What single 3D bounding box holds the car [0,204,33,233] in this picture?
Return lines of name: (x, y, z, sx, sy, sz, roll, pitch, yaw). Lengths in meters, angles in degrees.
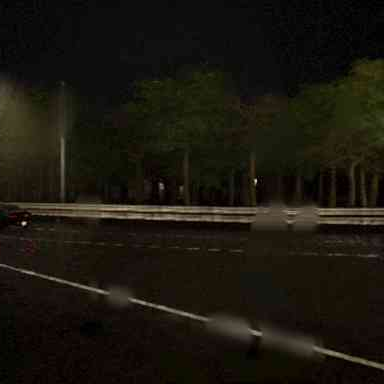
car: (-11.491, 1.487, 19.353, 4.892, 1.490, 1.837, 0, 0, 23)
